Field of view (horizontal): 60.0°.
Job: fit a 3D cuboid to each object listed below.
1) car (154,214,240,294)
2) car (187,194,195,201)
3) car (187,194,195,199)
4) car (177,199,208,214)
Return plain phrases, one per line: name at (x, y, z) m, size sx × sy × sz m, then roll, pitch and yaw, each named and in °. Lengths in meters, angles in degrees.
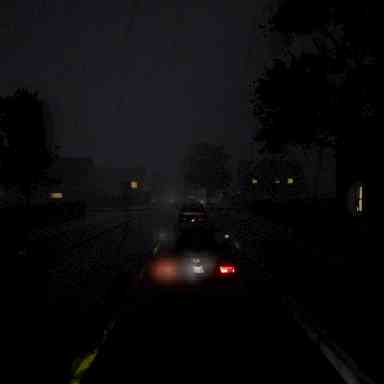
car at (0.085, 1.546, 8.920) m, size 2.033 × 1.411 × 5.357 m, roll 0°, pitch 0°, yaw 0°
car at (-0.179, 1.422, 90.768) m, size 2.097 × 1.767 × 4.553 m, roll 0°, pitch 0°, yaw 0°
car at (-0.158, 1.728, 80.780) m, size 1.895 × 1.301 × 4.718 m, roll 0°, pitch 0°, yaw 0°
car at (0.054, 1.494, 22.236) m, size 2.128 × 1.511 × 4.902 m, roll 0°, pitch 0°, yaw 0°
